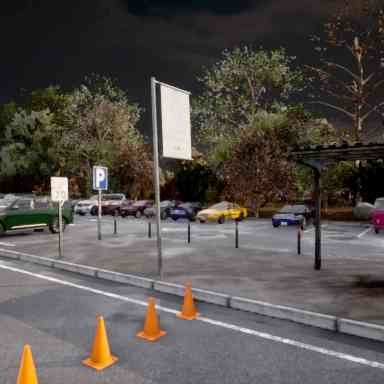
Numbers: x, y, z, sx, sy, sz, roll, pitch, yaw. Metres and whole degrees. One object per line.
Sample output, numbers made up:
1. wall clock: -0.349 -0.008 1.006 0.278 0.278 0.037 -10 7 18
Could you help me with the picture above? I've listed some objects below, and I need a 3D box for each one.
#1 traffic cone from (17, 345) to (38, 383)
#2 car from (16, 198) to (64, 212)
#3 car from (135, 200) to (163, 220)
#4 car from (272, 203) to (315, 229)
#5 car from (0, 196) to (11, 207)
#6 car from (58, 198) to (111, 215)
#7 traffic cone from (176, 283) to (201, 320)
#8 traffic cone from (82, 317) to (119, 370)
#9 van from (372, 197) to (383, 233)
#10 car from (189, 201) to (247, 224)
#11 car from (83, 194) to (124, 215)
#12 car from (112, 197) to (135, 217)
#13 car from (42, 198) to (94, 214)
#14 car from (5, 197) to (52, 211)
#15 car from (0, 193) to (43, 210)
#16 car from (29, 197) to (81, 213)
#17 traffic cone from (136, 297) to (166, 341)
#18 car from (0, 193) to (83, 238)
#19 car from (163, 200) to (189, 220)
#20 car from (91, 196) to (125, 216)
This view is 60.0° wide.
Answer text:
1. traffic cone: -1.787 1.957 3.600 0.340 0.580 0.340 0 0 35
2. car: -18.017 1.469 39.671 2.163 1.488 4.792 0 0 35
3. car: -2.099 1.473 28.531 2.231 1.521 4.892 0 0 35
4. car: 6.965 1.513 22.119 2.163 1.488 4.792 0 0 35
5. car: -29.255 1.332 47.830 1.946 1.575 5.366 1 0 35
6. car: -11.190 1.461 34.903 2.231 1.521 4.892 0 0 35
7. traffic cone: -0.062 1.957 6.049 0.340 0.580 0.340 0 0 36
8. traffic cone: -1.212 1.957 4.417 0.340 0.580 0.340 0 0 35
9. van: 11.591 1.264 19.047 1.878 1.987 4.442 0 0 35
10. car: 2.332 1.475 25.183 1.946 1.575 5.366 0 0 35
11. car: -8.933 1.212 33.289 2.435 2.045 5.566 0 0 35
12. car: -4.371 1.469 30.126 2.097 1.535 5.008 0 0 35
13. car: -13.463 1.455 36.500 2.097 1.535 5.008 0 0 35
14. car: -20.261 1.452 41.318 2.163 1.488 4.792 0 0 35
15. car: -22.563 1.153 42.866 2.435 2.045 5.566 0 0 35
16. car: -15.626 1.444 38.252 1.946 1.575 5.366 0 0 35
17. traffic cone: -0.637 1.957 5.233 0.340 0.580 0.340 0 0 35
18. car: -8.926 1.221 17.300 2.435 2.045 5.566 0 0 35
19. car: 0.185 1.504 26.954 2.163 1.488 4.792 0 0 35
20. car: -6.642 1.466 31.721 2.097 1.535 5.008 0 0 35
